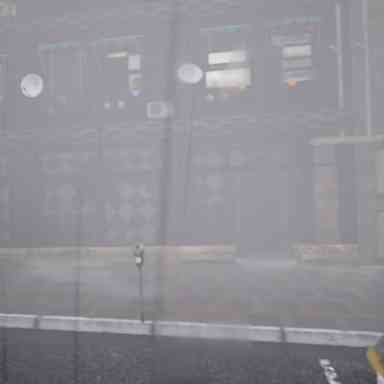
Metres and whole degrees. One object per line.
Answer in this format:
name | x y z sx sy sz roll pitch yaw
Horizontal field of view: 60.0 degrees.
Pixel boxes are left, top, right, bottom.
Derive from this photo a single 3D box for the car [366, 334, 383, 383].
car | 4.184 1.495 2.785 4.829 1.417 1.752 0 -2 8
